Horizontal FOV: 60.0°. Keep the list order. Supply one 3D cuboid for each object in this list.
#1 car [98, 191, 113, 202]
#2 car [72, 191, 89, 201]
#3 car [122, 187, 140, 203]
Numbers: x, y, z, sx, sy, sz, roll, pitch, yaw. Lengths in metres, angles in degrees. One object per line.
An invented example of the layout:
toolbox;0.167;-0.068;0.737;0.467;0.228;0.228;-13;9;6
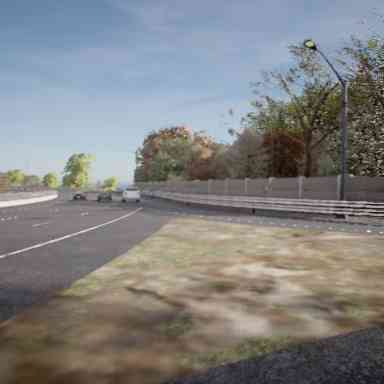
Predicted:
car;-12.238;0.550;46.987;2.128;1.511;4.902;1;1;-11
car;-15.927;0.527;47.679;1.812;1.442;4.674;1;1;-11
car;-8.318;0.352;45.622;2.150;2.045;5.566;1;0;-11
